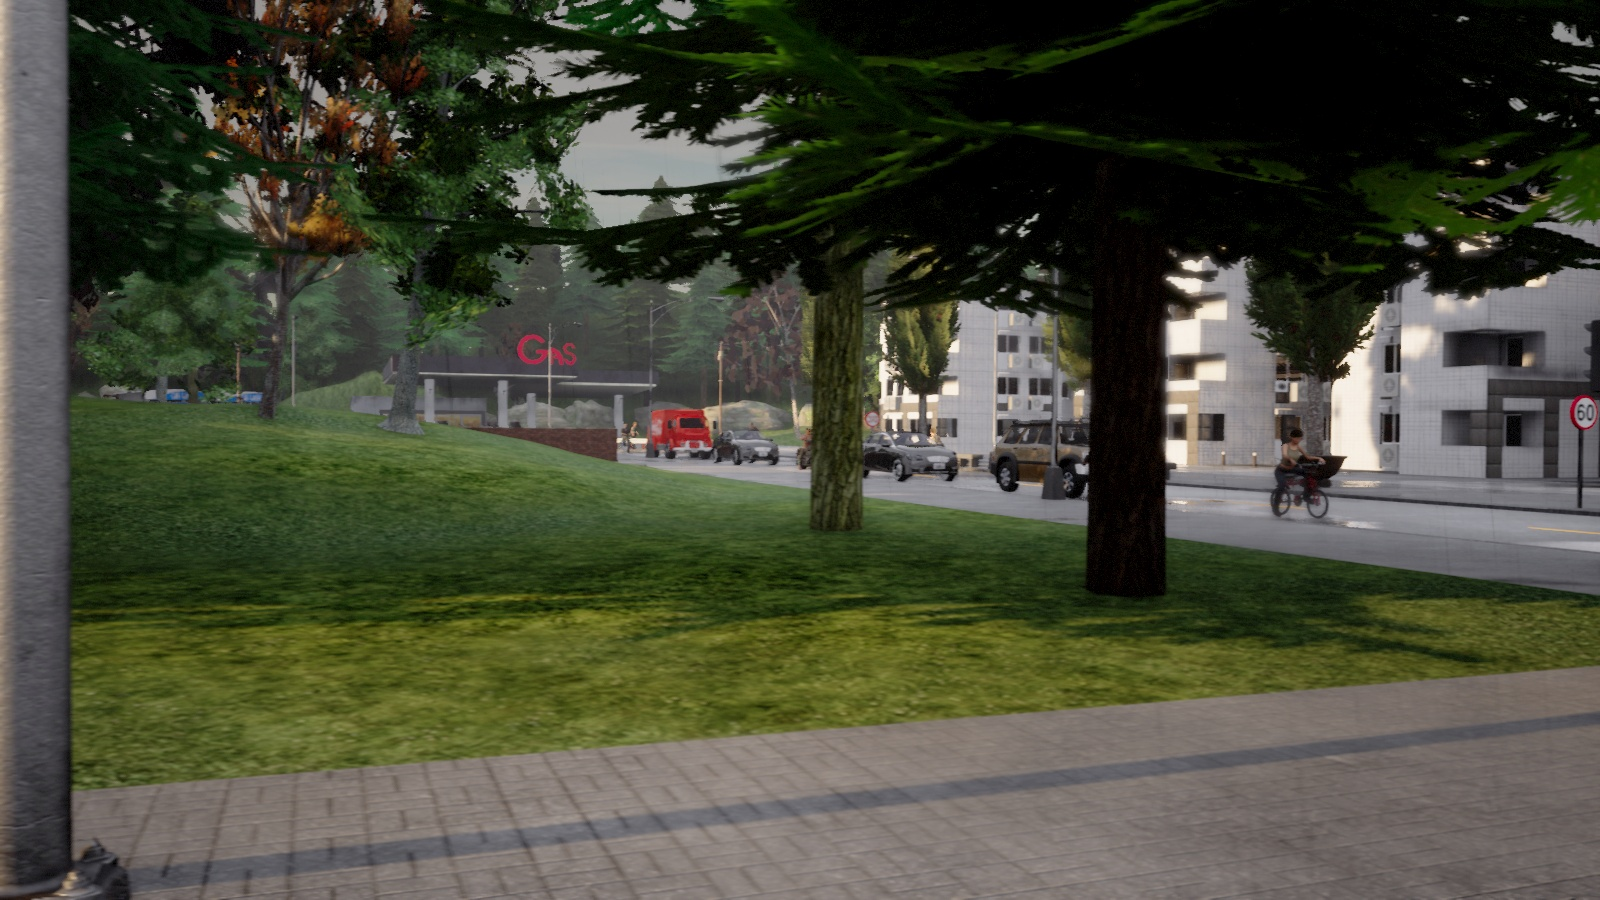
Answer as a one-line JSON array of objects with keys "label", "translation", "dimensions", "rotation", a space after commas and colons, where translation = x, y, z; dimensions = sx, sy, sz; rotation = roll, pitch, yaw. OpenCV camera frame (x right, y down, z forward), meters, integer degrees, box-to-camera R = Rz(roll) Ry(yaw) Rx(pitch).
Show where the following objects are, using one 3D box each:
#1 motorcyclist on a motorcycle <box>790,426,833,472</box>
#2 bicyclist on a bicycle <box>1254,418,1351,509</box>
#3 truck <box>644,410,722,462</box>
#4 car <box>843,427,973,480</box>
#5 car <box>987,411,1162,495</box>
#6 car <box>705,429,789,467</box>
[{"label": "motorcyclist on a motorcycle", "translation": [0.409, -0.040, 46.539], "dimensions": [0.766, 1.649, 2.350], "rotation": [-1, 1, -21]}, {"label": "bicyclist on a bicycle", "translation": [9.264, 0.230, 23.211], "dimensions": [0.866, 1.612, 1.509], "rotation": [-1, 1, -20]}, {"label": "truck", "translation": [-5.984, -0.672, 63.457], "dimensions": [2.627, 2.467, 5.204], "rotation": [-1, 0, -20]}, {"label": "car", "translation": [3.255, 0.057, 39.022], "dimensions": [2.128, 1.511, 4.902], "rotation": [-1, 1, -21]}, {"label": "car", "translation": [6.516, 0.023, 30.397], "dimensions": [1.932, 1.855, 4.605], "rotation": [-1, 1, -21]}, {"label": "car", "translation": [-2.331, -0.123, 53.782], "dimensions": [2.128, 1.511, 4.902], "rotation": [-1, 1, -21]}]
